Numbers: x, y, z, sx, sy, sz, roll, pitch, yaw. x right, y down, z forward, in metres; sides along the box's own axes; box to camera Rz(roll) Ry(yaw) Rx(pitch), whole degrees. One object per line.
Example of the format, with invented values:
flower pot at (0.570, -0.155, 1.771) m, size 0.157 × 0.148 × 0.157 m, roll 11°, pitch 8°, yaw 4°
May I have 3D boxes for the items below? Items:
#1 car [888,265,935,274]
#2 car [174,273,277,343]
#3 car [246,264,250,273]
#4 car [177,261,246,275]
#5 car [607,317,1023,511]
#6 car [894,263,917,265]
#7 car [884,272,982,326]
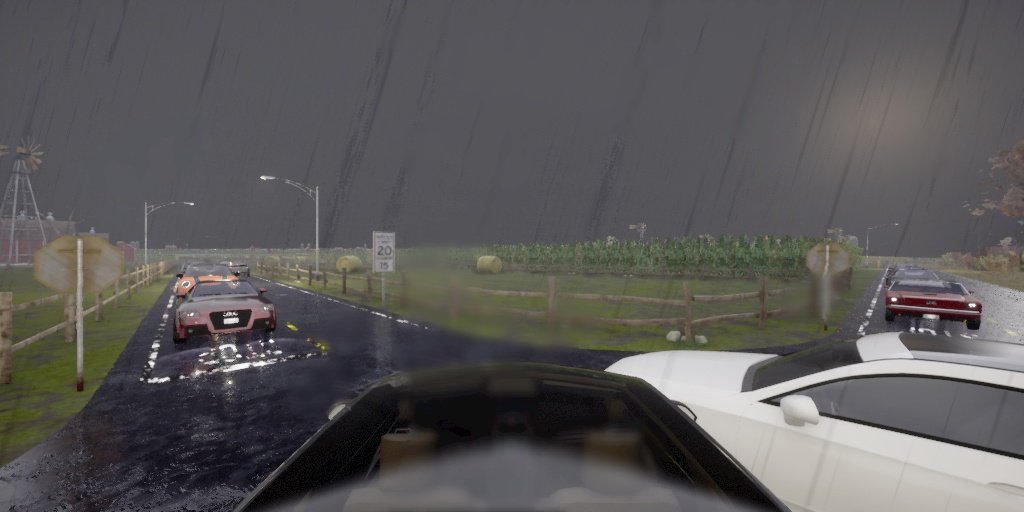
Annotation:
car at (20.443, 1.361, 18.252) m, size 5.357 × 1.411 × 2.033 m, roll 0°, pitch 1°, yaw -43°
car at (-8.022, 1.358, 9.969) m, size 1.994 × 1.385 × 4.181 m, roll 0°, pitch 0°, yaw -43°
car at (-27.284, 1.294, 35.517) m, size 2.128 × 1.511 × 4.902 m, roll 0°, pitch 0°, yaw -42°
car at (-13.854, 1.145, 16.403) m, size 2.097 × 1.767 × 4.553 m, roll 0°, pitch 0°, yaw -42°
car at (2.822, 1.293, 2.475) m, size 1.812 × 1.442 × 4.674 m, roll 0°, pitch 1°, yaw -44°
car at (27.144, 1.399, 24.565) m, size 4.181 × 1.385 × 1.994 m, roll 0°, pitch 1°, yaw -43°
car at (13.422, 1.397, 11.628) m, size 4.718 × 1.301 × 1.895 m, roll 0°, pitch 1°, yaw -44°
